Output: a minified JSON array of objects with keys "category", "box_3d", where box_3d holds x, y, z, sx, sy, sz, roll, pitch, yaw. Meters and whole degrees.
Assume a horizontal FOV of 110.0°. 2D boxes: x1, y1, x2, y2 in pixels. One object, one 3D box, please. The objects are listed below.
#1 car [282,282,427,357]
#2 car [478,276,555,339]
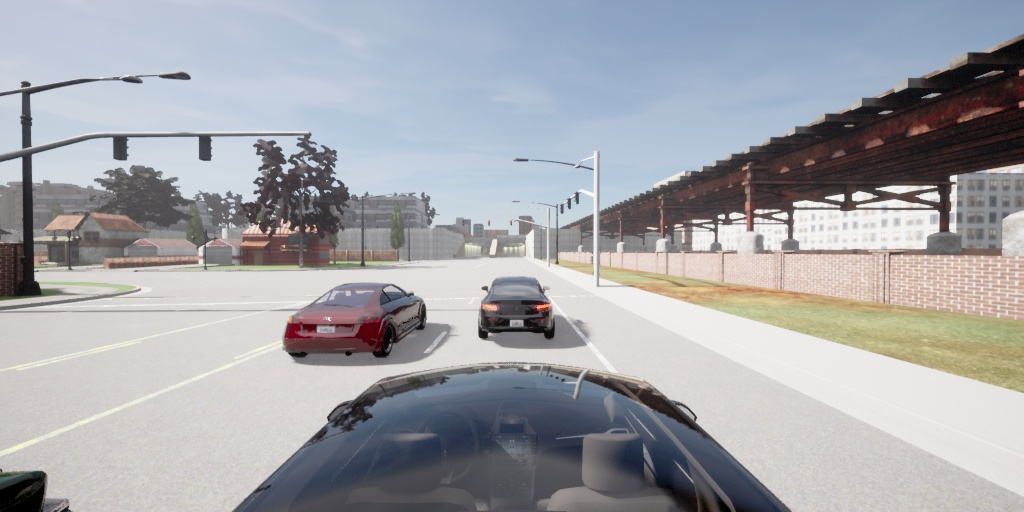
[{"category":"car","box_3d":[-3.397,1.315,8.555,1.994,1.385,4.181,0,0,0]},{"category":"car","box_3d":[0.105,1.277,10.018,1.812,1.442,4.674,0,0,0]}]
